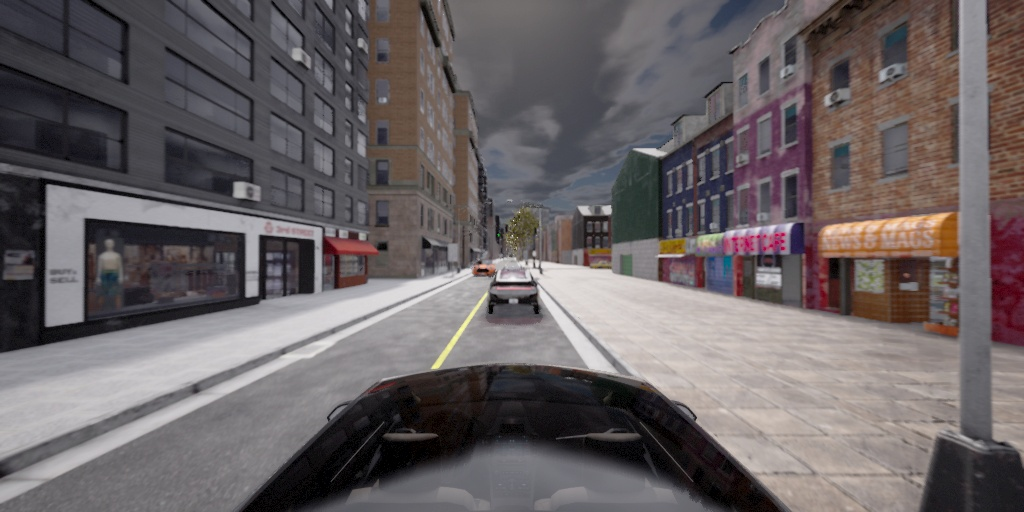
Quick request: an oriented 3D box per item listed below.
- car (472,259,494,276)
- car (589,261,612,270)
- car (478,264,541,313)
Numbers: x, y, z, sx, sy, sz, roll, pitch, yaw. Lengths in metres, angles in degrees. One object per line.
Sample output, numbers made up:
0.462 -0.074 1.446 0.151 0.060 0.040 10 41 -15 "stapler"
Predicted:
-2.818 1.135 36.856 2.097 1.767 4.553 0 0 0 "car"
13.889 1.378 52.693 4.829 1.417 1.751 0 0 0 "car"
0.069 1.259 14.062 2.128 1.511 4.902 0 0 0 "car"
